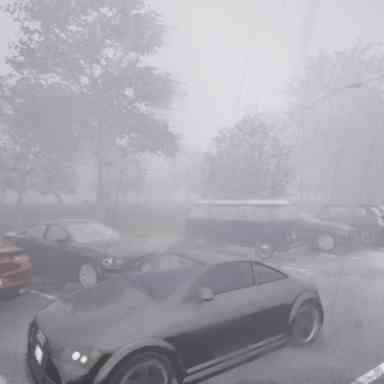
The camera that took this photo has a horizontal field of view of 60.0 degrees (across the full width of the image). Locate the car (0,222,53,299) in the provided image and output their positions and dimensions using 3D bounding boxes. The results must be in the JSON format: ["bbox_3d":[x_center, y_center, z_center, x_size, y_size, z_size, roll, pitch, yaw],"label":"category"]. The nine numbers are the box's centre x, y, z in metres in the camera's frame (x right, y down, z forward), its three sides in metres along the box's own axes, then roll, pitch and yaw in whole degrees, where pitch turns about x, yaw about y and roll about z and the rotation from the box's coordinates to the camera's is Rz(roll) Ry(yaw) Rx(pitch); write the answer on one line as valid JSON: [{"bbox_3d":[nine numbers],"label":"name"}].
[{"bbox_3d":[-5.521,1.484,7.263,5.008,1.535,2.097,-1,0,34],"label":"car"}]

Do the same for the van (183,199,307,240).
[{"bbox_3d":[1.668,1.262,12.461,4.442,1.987,1.878,-1,-1,35],"label":"van"}]

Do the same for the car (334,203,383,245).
[{"bbox_3d":[6.688,1.365,15.740,4.553,1.767,2.185,-1,-1,36],"label":"car"}]

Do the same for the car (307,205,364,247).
[{"bbox_3d":[4.213,1.488,14.092,5.008,1.535,2.097,-1,-1,35],"label":"car"}]

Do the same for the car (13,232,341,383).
[{"bbox_3d":[-0.021,1.562,4.737,4.181,1.385,1.994,0,0,-35],"label":"car"}]

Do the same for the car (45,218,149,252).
[{"bbox_3d":[-3.100,1.485,8.998,5.008,1.535,2.097,-1,-1,35],"label":"car"}]
